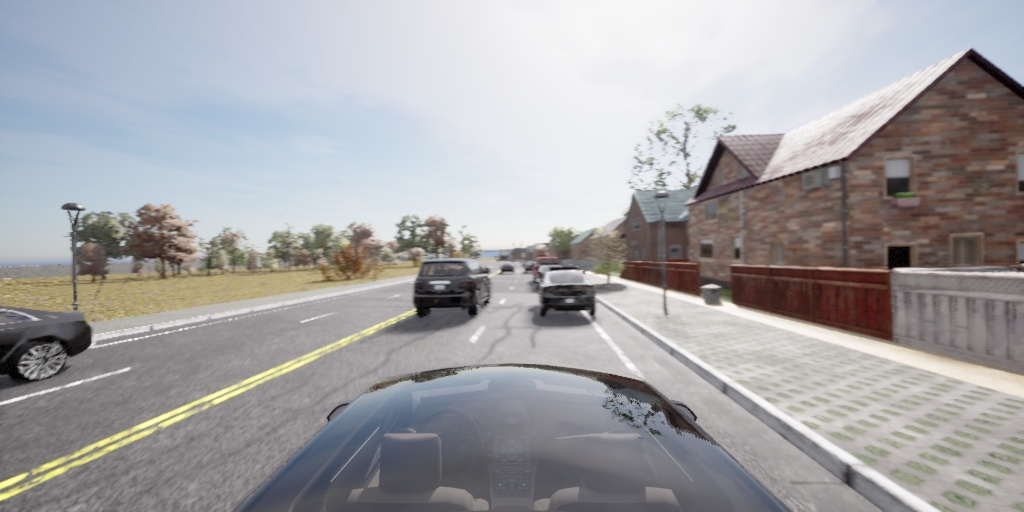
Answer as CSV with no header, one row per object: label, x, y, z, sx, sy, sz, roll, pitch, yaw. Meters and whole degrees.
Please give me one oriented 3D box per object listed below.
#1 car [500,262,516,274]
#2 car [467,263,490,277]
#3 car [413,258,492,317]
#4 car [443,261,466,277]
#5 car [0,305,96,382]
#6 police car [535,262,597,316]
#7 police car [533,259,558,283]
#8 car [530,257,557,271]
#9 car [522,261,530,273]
car,-0.586,1.615,48.356,1.837,1.490,4.892,-2,0,2
car,-4.119,1.671,44.609,2.128,1.511,4.902,-2,-1,2
car,-2.145,1.117,14.178,2.150,2.045,5.566,-2,0,4
car,-7.330,1.634,46.255,2.097,1.767,4.553,-2,-1,2
car,-9.497,1.521,5.163,2.128,1.511,4.902,-2,0,4
police car,1.964,1.207,13.758,1.930,1.638,5.238,-2,0,4
police car,2.557,1.263,23.807,1.930,1.638,5.238,-2,0,3
car,2.851,1.098,29.759,2.150,2.045,5.566,-2,0,3
car,2.597,1.529,48.443,1.837,1.490,4.892,-2,0,1
